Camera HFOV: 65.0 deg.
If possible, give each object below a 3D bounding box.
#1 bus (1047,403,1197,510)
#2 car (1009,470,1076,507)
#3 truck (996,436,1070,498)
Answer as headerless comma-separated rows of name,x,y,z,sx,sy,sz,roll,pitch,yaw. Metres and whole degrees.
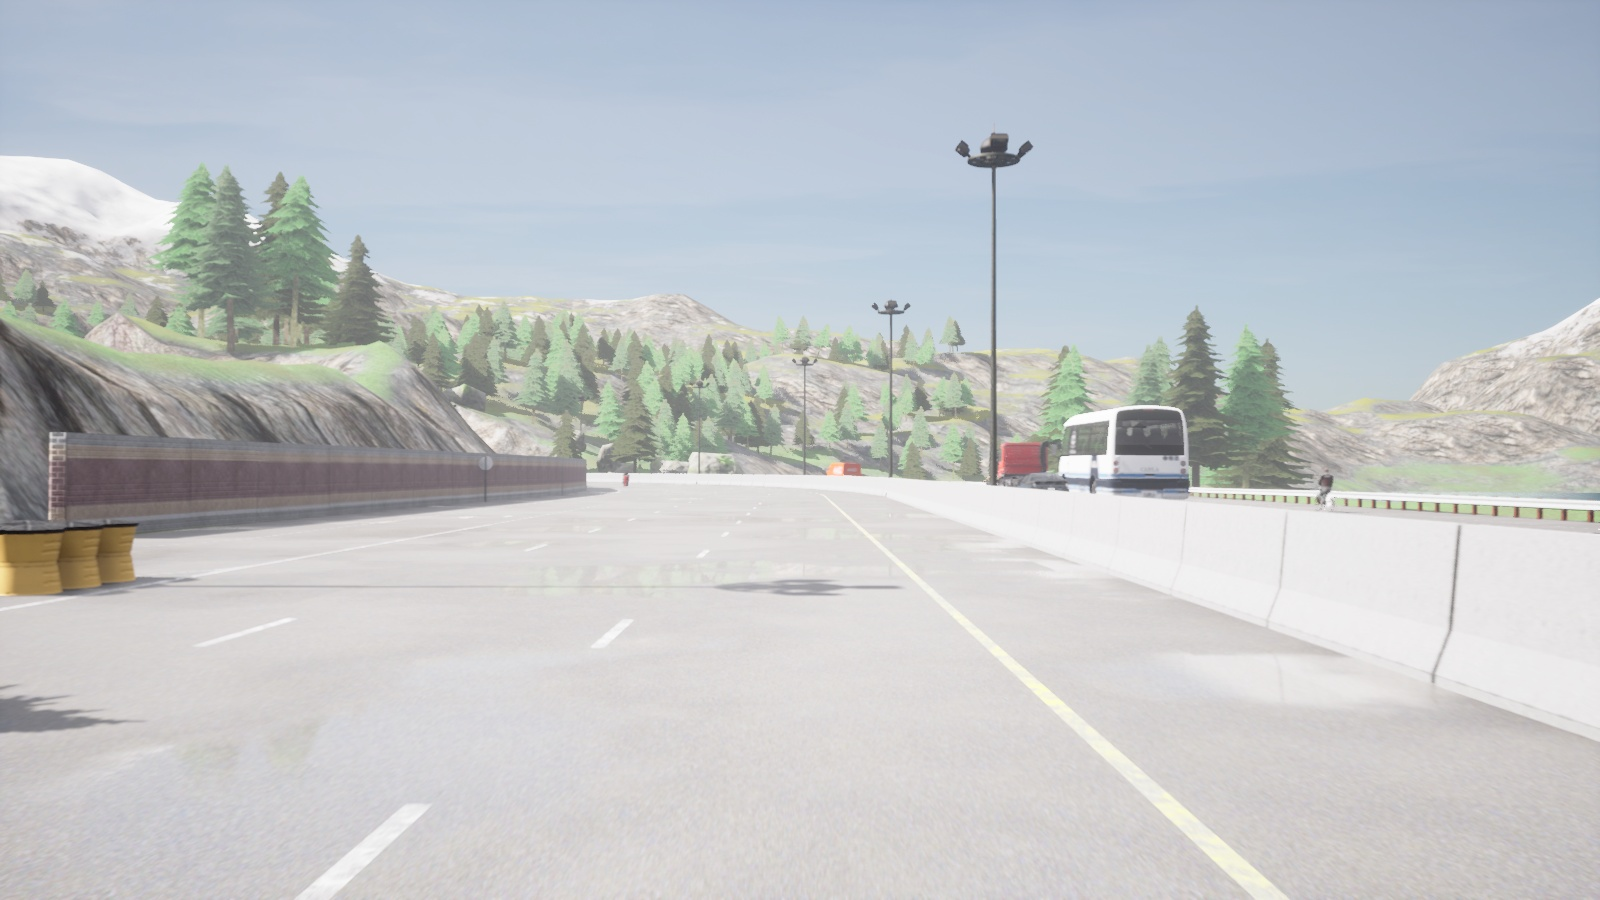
bus,13.865,0.309,55.316,3.944,4.253,10.273,0,-1,0
car,10.373,1.625,54.111,2.007,1.525,4.514,0,-1,0
truck,13.819,1.035,75.097,2.891,3.462,7.936,0,-1,0
